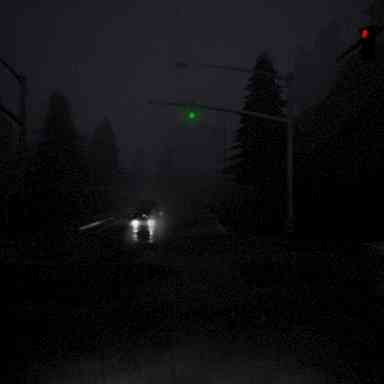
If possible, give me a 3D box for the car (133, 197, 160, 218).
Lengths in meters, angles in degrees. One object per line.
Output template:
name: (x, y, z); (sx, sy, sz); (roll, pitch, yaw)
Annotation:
car: (-3.710, 1.378, 27.960); (2.033, 1.411, 5.357); (0, 0, -1)
